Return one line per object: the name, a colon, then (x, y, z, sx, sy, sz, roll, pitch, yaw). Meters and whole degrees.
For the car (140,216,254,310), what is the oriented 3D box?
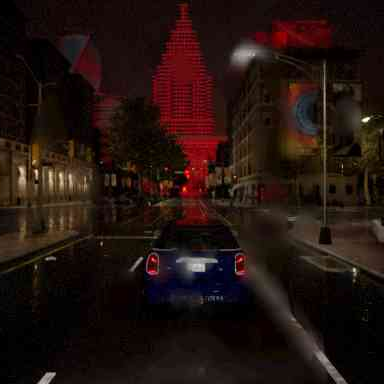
car: (0.100, 1.350, 7.983, 2.097, 1.767, 4.553, 0, 0, 0)

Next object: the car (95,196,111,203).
car: (-18.025, 1.576, 67.492, 1.895, 1.301, 4.718, 0, 0, 0)

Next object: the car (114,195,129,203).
car: (-14.768, 1.506, 69.862, 2.128, 1.511, 4.902, 0, 0, 0)

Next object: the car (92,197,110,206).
car: (-14.914, 1.586, 54.663, 1.895, 1.301, 4.718, 0, 0, 1)

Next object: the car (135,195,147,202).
car: (-11.267, 1.533, 69.947, 1.994, 1.385, 4.181, 0, 0, 0)

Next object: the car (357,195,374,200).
car: (34.674, 1.462, 68.709, 2.231, 1.521, 4.892, 0, 0, 0)

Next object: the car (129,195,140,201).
car: (-14.715, 1.515, 85.232, 2.033, 1.411, 5.357, 0, 0, 0)

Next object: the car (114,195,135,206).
car: (-11.396, 1.532, 54.874, 2.033, 1.411, 5.357, 0, 0, 0)

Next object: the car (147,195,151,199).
car: (-11.216, 1.500, 85.114, 1.812, 1.442, 4.674, 0, 0, 0)
